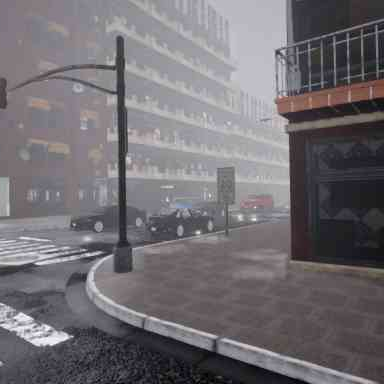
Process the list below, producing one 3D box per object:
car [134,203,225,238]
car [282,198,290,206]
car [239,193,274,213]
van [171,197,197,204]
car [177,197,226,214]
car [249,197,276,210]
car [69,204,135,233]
[{"bbox_3d":[-0.470,1.435,16.778,2.008,1.369,4.403,-1,-1,36],"label":"car"},{"bbox_3d":[15.713,1.496,52.935,1.752,1.417,4.829,-1,-1,36],"label":"car"},{"bbox_3d":[7.252,1.174,36.875,2.150,2.045,5.566,-1,-1,36],"label":"car"},{"bbox_3d":[-0.399,1.365,30.424,1.690,1.788,3.998,-1,-1,36],"label":"van"},{"bbox_3d":[1.167,1.478,28.368,1.837,1.490,4.892,-1,-1,35],"label":"car"},{"bbox_3d":[9.327,1.431,44.014,1.967,1.590,4.097,-1,-1,36],"label":"car"},{"bbox_3d":[-4.882,1.475,19.919,1.882,1.535,5.008,-1,-1,36],"label":"car"}]
